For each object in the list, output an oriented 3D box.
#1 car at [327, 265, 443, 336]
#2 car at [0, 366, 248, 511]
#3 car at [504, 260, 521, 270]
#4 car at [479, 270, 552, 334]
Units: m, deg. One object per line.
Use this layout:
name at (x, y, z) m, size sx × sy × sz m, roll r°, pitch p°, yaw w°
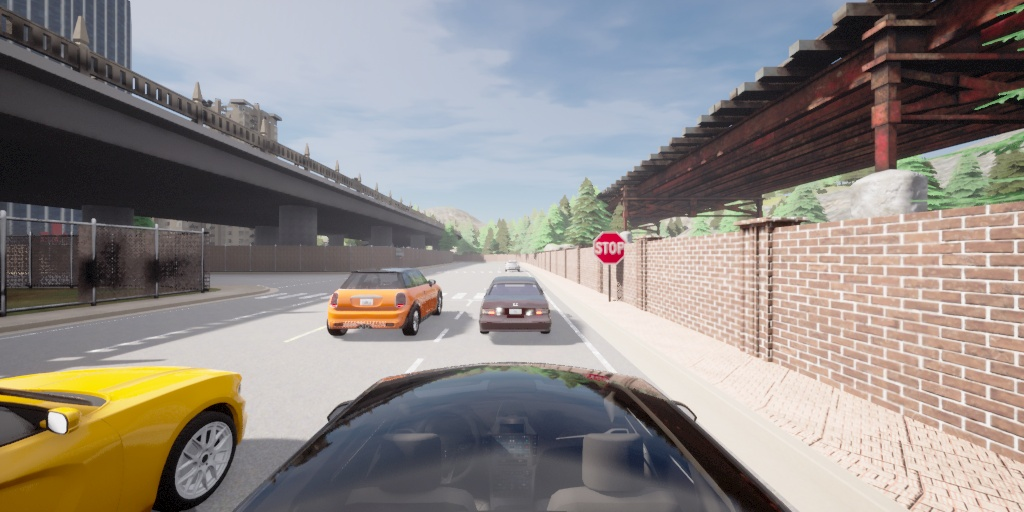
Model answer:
car at (-3.426, 1.102, 10.557) m, size 2.097 × 1.767 × 4.553 m, roll 0°, pitch 0°, yaw 0°
car at (-3.398, 1.228, 1.300) m, size 1.882 × 1.535 × 5.008 m, roll 0°, pitch 0°, yaw 0°
car at (0.054, 1.276, 46.321) m, size 1.812 × 1.442 × 4.674 m, roll 0°, pitch 0°, yaw -1°
car at (0.075, 1.297, 10.581) m, size 2.033 × 1.411 × 5.357 m, roll 0°, pitch 0°, yaw 0°
